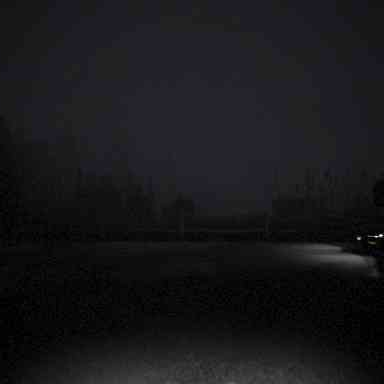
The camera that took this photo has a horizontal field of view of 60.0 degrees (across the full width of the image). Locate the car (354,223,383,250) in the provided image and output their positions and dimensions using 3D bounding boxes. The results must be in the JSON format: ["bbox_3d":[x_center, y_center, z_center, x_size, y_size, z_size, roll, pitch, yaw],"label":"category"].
[{"bbox_3d":[8.569,1.467,12.126,4.892,1.490,1.837,0,0,2],"label":"car"}]
